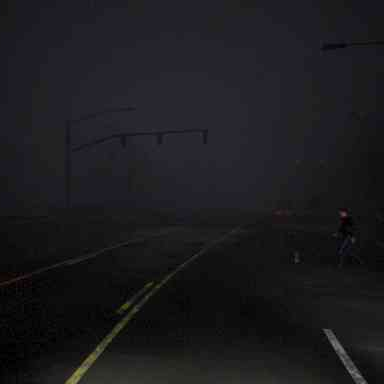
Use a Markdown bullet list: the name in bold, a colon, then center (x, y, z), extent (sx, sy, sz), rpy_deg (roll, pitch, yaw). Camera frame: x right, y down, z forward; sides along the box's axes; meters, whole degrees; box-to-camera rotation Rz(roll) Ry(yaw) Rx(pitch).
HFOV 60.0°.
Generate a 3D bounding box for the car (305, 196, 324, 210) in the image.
- **car**: center (15.133, 1.303, 41.224), extent (2.097, 1.767, 4.553), rpy_deg (0, 0, 18)

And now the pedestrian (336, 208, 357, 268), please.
- **pedestrian**: center (4.520, 1.294, 9.726), extent (0.375, 1.860, 0.375), rpy_deg (0, 0, 15)

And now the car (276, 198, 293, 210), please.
- **car**: center (11.640, 1.443, 41.754), extent (2.128, 1.511, 4.902), rpy_deg (0, 0, 17)
